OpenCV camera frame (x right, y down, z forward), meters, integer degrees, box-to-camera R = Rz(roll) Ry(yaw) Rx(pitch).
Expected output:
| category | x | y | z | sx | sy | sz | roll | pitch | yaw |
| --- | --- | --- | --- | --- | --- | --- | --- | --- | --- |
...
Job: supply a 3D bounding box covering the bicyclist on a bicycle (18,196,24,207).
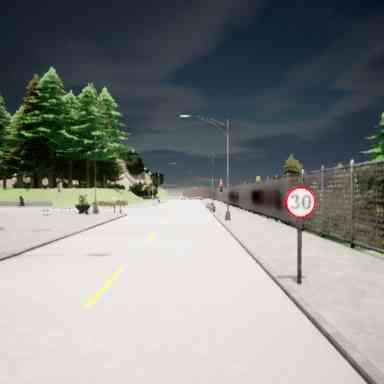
| category | x | y | z | sx | sy | sz | roll | pitch | yaw |
| --- | --- | --- | --- | --- | --- | --- | --- | --- | --- |
| bicyclist on a bicycle | -24.156 | 1.323 | 47.042 | 0.582 | 1.620 | 1.656 | 0 | 0 | 0 |
